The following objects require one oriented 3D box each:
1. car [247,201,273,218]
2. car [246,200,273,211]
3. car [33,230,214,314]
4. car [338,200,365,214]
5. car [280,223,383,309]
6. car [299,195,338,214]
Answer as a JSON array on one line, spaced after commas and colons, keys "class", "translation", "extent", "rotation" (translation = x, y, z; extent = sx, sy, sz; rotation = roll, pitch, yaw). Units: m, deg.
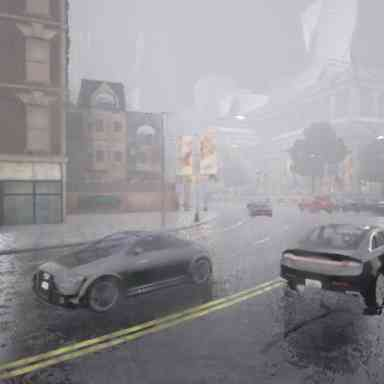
[{"class": "car", "translation": [6.547, 1.766, 31.765], "extent": [1.895, 1.301, 4.718], "rotation": [0, 0, 6]}, {"class": "car", "translation": [9.319, 1.841, 46.261], "extent": [1.895, 1.301, 4.718], "rotation": [0, 0, -12]}, {"class": "car", "translation": [-1.421, 1.628, 7.855], "extent": [4.181, 1.385, 1.994], "rotation": [0, 0, -44]}, {"class": "car", "translation": [17.357, 1.637, 38.158], "extent": [1.837, 1.490, 4.892], "rotation": [0, 0, -1]}, {"class": "car", "translation": [3.926, 1.521, 8.094], "extent": [2.128, 1.511, 4.902], "rotation": [-1, 0, 42]}, {"class": "car", "translation": [13.981, 1.375, 37.864], "extent": [2.150, 2.045, 5.566], "rotation": [0, 0, -1]}]
